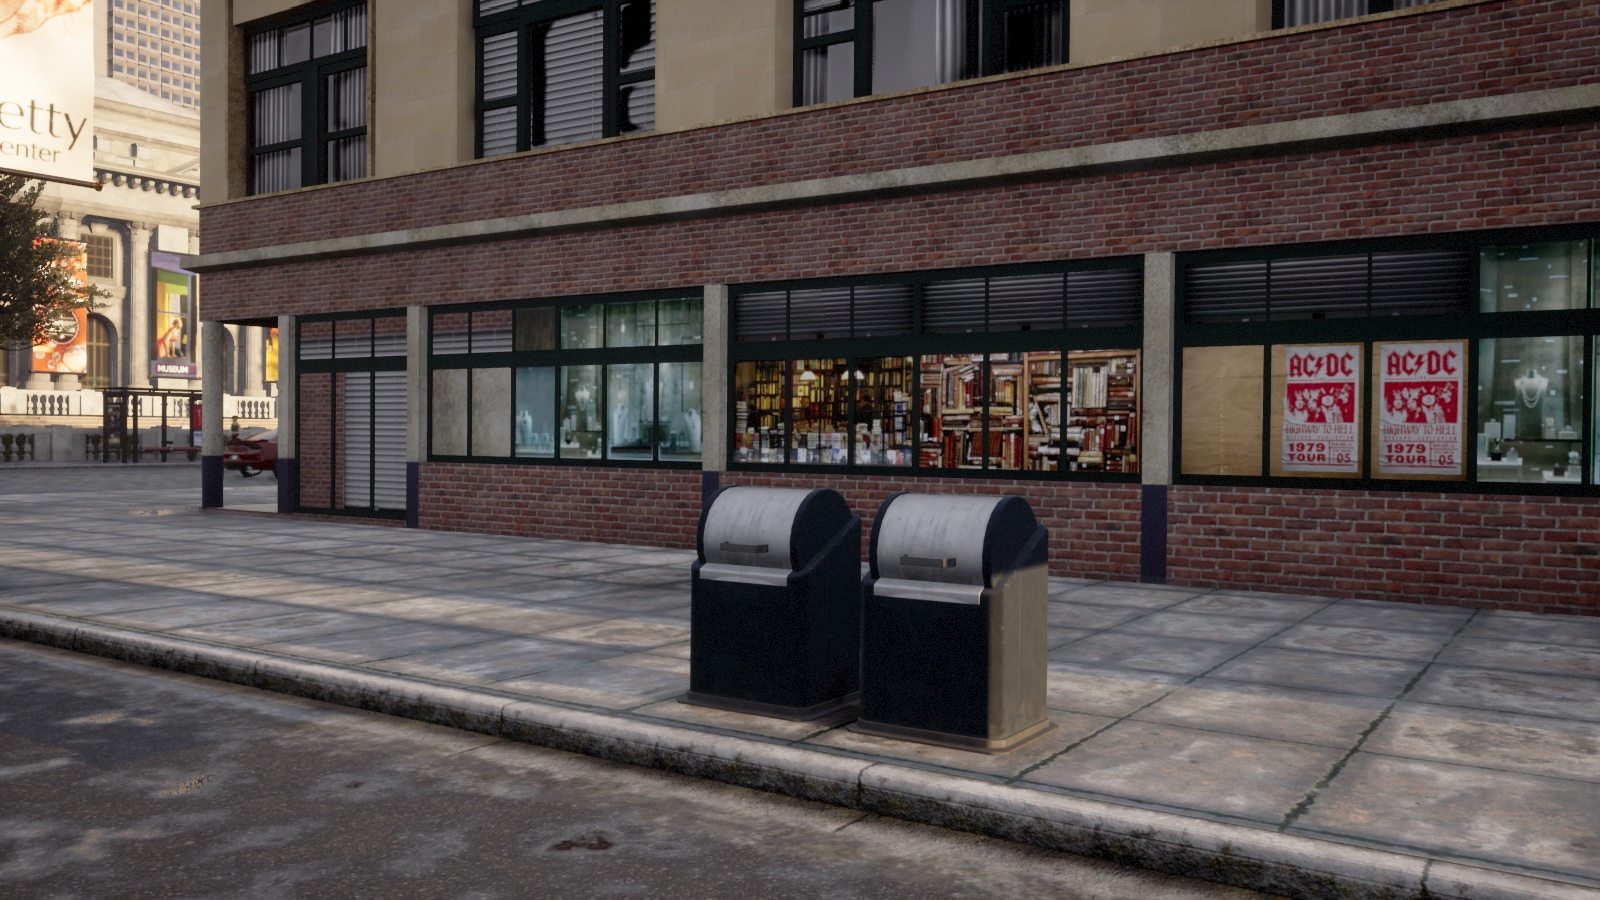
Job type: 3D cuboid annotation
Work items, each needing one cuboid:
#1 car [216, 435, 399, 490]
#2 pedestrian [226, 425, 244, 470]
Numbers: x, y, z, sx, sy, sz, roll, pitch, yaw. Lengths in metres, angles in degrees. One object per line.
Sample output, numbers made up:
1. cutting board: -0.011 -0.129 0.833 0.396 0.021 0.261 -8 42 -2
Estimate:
1. car: -14.956 0.320 38.430 1.882 1.535 5.008 0 1 34
2. pedestrian: -23.556 -0.114 52.357 0.345 1.836 0.594 0 1 27
